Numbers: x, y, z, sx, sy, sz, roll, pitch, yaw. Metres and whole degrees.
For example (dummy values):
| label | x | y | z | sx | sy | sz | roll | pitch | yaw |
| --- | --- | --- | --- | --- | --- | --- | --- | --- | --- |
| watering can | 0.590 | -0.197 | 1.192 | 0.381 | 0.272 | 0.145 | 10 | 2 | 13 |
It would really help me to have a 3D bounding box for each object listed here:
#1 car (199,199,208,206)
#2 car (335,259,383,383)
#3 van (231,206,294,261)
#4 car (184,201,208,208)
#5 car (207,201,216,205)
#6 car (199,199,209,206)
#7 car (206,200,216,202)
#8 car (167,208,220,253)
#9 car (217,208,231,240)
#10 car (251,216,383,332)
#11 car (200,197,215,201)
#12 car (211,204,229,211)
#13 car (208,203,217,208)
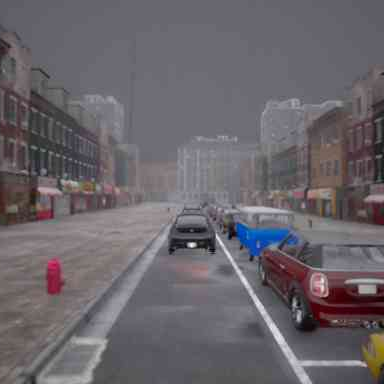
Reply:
| label | x | y | z | sx | sy | sz | roll | pitch | yaw |
| --- | --- | --- | --- | --- | --- | --- | --- | --- | --- |
| car | 2.640 | 2.434 | 78.502 | 2.008 | 1.369 | 4.403 | 0 | -1 | 0 |
| car | 2.647 | 1.542 | 1.627 | 1.752 | 1.417 | 4.829 | 1 | -1 | 0 |
| van | 2.648 | 1.467 | 12.465 | 1.690 | 1.788 | 3.998 | 1 | -1 | 0 |
| car | 0.003 | 1.799 | 29.314 | 2.128 | 1.511 | 4.902 | 0 | -1 | 0 |
| car | 2.644 | 1.945 | 34.476 | 1.802 | 1.307 | 4.206 | 1 | -1 | 0 |
| car | 2.641 | 2.256 | 73.000 | 1.967 | 1.590 | 4.097 | 0 | -1 | 0 |
| car | 2.643 | 2.007 | 39.979 | 1.802 | 1.307 | 4.206 | 0 | -1 | 0 |
| car | 0.004 | 1.653 | 14.321 | 1.837 | 1.490 | 4.892 | 0 | 0 | 0 |
| car | 2.645 | 1.749 | 17.967 | 1.947 | 1.339 | 4.313 | 1 | -1 | 0 |
| car | 2.648 | 1.510 | 6.961 | 1.967 | 1.590 | 4.097 | 1 | -1 | 0 |
| car | 2.748 | 1.822 | 54.850 | 2.150 | 2.045 | 5.566 | 0 | -1 | 0 |
| car | 2.645 | 1.793 | 23.469 | 2.008 | 1.369 | 4.403 | 1 | -1 | 0 |
| car | 2.644 | 1.884 | 28.972 | 1.802 | 1.307 | 4.206 | 1 | -1 | 0 |
